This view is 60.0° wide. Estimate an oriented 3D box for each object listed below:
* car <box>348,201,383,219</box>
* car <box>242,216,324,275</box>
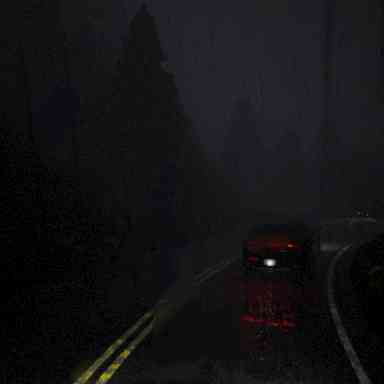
[{"bbox_3d":[15.149,1.516,28.586,4.181,1.385,1.994,-1,-3,-41],"label":"car"},{"bbox_3d":[2.978,1.519,10.629,1.837,1.490,4.892,-2,-1,25],"label":"car"}]
